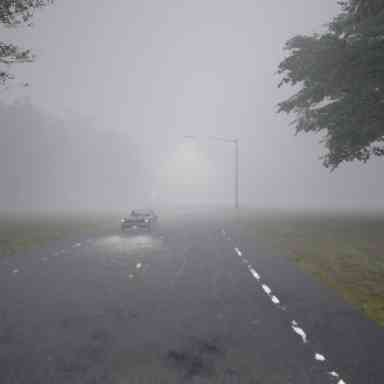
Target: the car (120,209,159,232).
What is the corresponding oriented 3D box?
[{"bbox_3d":[-3.387,1.805,22.014,1.895,1.301,4.718,0,-1,1],"label":"car"}]
